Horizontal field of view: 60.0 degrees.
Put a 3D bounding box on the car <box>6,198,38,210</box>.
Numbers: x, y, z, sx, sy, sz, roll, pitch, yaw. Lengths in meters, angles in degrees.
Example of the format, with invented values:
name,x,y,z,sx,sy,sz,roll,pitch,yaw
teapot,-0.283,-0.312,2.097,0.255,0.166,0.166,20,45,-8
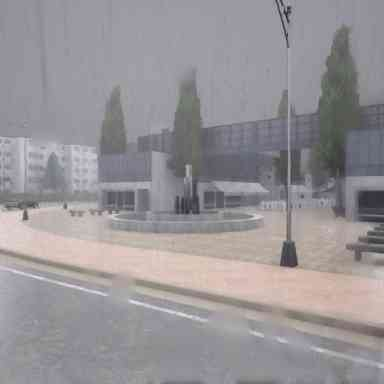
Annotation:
name,x,y,z,sx,sy,sz,roll,pitch,yaw
car,-21.859,1.491,43.015,2.128,1.511,4.902,0,0,5
